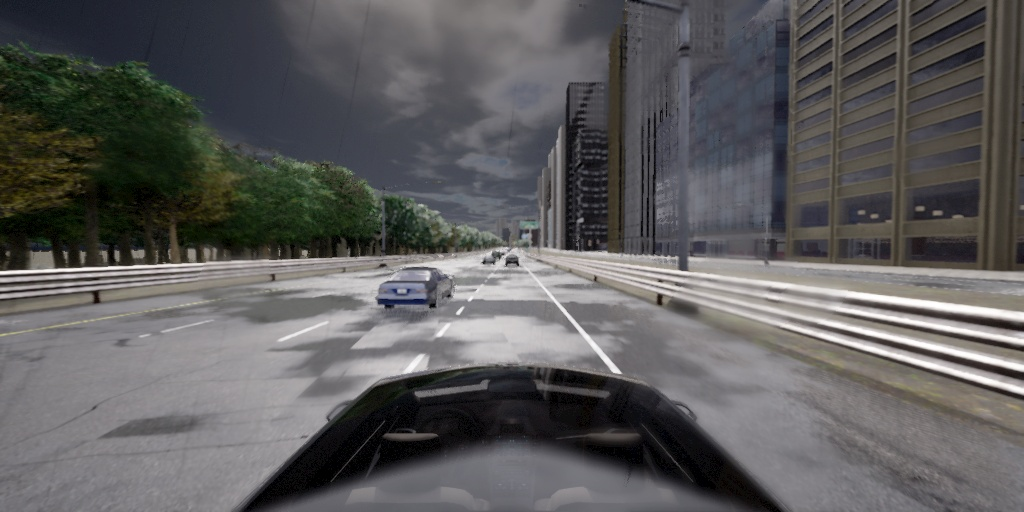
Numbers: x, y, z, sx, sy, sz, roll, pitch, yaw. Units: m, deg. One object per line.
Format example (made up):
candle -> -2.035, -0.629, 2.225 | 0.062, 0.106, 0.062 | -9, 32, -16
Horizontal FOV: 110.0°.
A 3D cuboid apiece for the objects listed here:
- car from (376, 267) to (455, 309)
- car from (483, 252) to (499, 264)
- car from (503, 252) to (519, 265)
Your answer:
car -> -3.498, 1.128, 13.896 | 2.033, 1.411, 5.357 | 0, 1, 0
car -> -3.618, 0.543, 58.307 | 1.994, 1.385, 4.181 | 0, 1, 0
car -> 0.013, 0.564, 52.467 | 1.837, 1.490, 4.892 | 0, 1, 0
